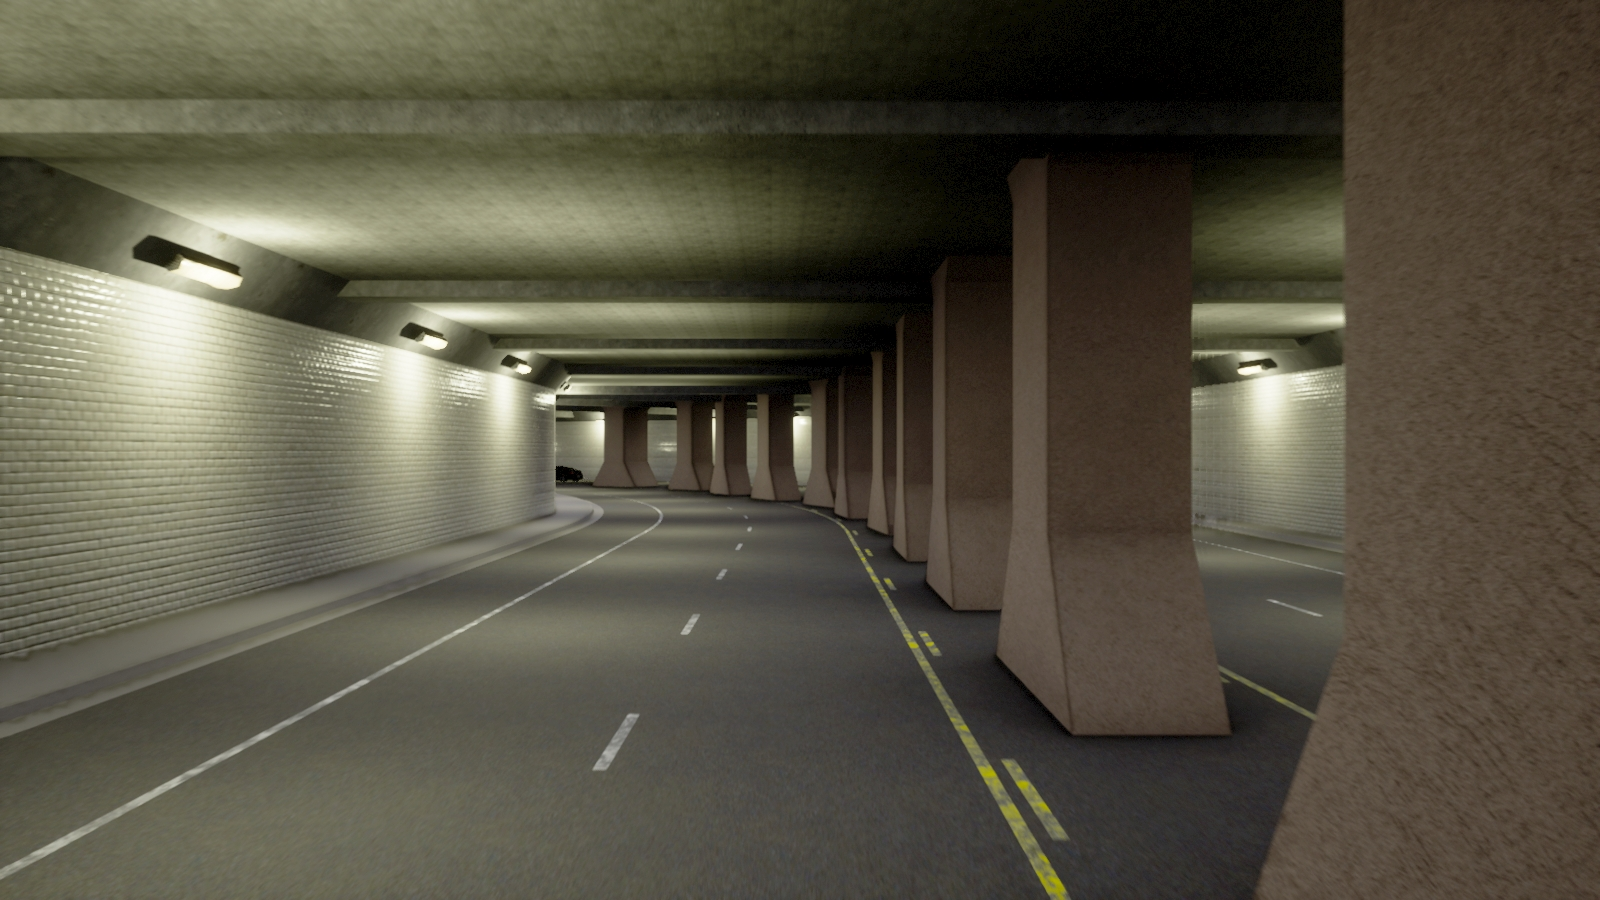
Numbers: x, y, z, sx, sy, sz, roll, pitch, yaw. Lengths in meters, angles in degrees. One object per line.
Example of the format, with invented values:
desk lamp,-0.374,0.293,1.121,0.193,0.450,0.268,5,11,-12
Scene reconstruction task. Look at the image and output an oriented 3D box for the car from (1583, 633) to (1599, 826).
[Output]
car,6.999,2.106,6.054,2.033,1.411,5.357,0,0,0
